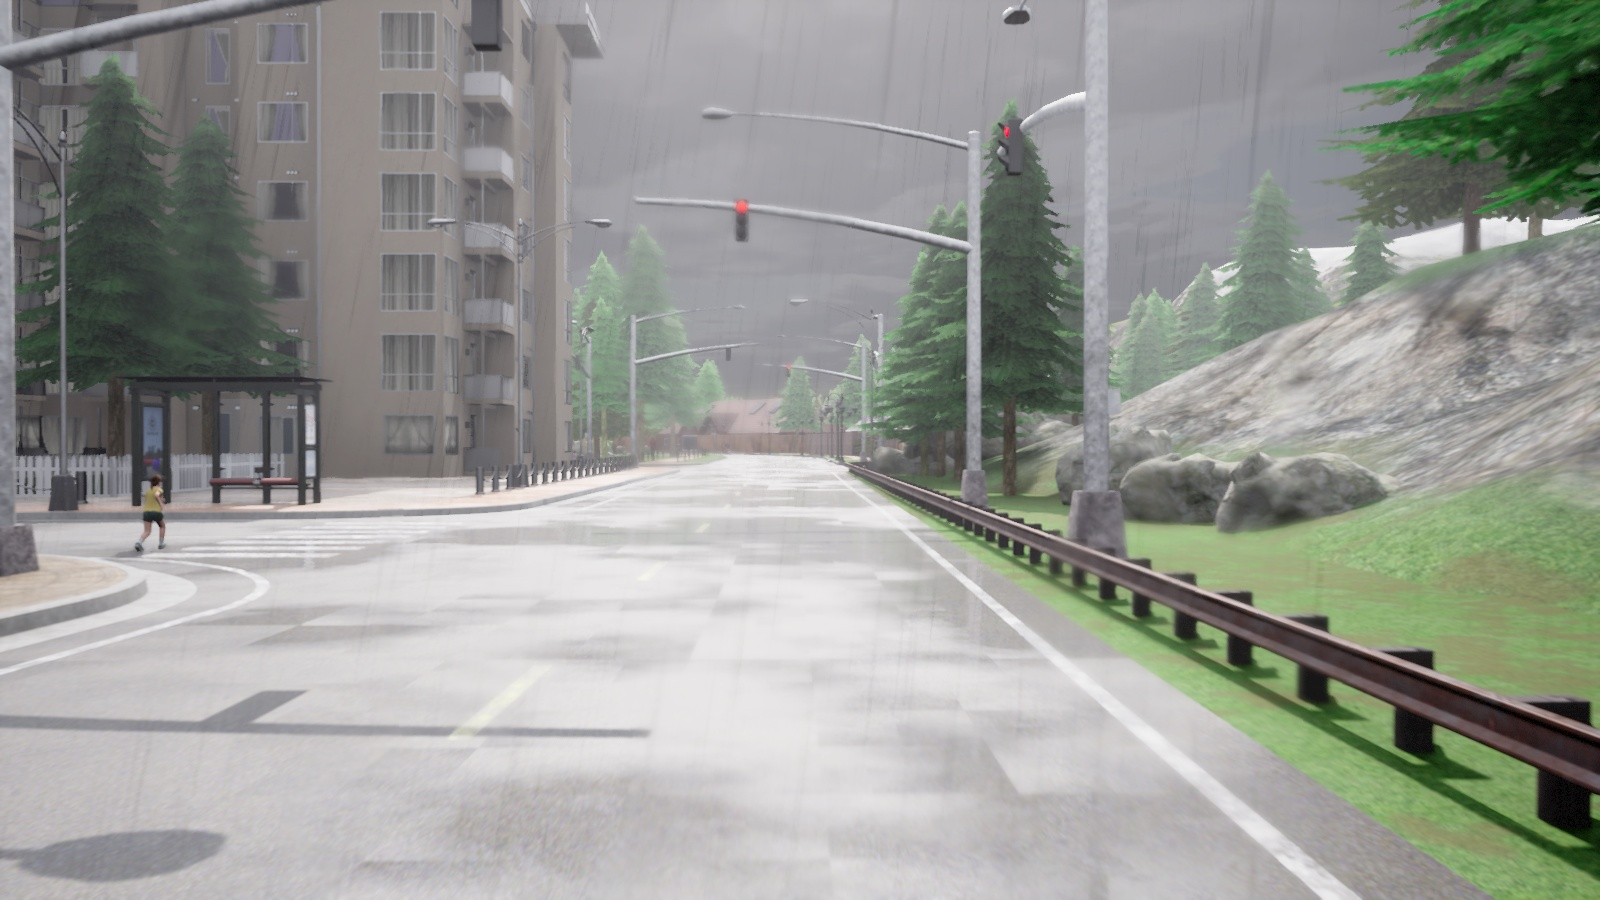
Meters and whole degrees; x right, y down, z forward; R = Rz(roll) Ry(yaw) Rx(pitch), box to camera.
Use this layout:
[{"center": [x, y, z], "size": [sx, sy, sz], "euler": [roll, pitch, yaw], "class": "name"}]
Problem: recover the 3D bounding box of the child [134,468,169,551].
[{"center": [-8.847, 0.805, 17.143], "size": [0.255, 1.110, 0.394], "euler": [0, 0, 4], "class": "child"}]
